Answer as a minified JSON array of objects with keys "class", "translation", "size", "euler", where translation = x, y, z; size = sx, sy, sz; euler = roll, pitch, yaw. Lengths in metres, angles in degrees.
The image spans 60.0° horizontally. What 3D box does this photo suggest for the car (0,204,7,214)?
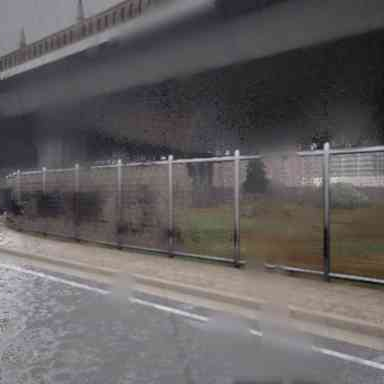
[{"class":"car","translation":[-19.209,1.477,31.210],"size":[1.994,1.385,4.181],"euler":[0,0,-4]}]
